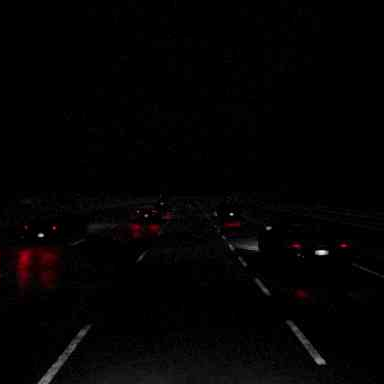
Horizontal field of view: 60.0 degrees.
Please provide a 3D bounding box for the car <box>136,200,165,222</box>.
[{"bbox_3d":[-3.562,1.682,28.165,1.812,1.442,4.674,0,0,0],"label":"car"}]

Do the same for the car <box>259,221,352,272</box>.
[{"bbox_3d":[3.539,1.641,11.106,1.994,1.385,4.181,0,0,0],"label":"car"}]

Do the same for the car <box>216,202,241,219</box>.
[{"bbox_3d":[3.421,1.670,31.270,1.837,1.490,4.892,0,0,0],"label":"car"}]

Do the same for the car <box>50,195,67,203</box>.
[{"bbox_3d":[-24.878,1.566,60.943,2.150,2.045,5.566,0,-1,0],"label":"car"}]

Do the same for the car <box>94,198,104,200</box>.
[{"bbox_3d":[-17.888,1.859,64.064,1.882,1.535,5.008,0,-1,0],"label":"car"}]

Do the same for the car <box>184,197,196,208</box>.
[{"bbox_3d":[-0.307,1.764,53.090,1.837,1.490,4.892,0,0,0],"label":"car"}]

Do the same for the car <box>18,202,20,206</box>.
[{"bbox_3d":[-28.381,1.839,57.941,1.812,1.442,4.674,0,-1,0],"label":"car"}]

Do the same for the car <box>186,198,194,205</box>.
[{"bbox_3d":[-0.428,2.017,73.498,1.837,1.490,4.892,0,-1,0],"label":"car"}]

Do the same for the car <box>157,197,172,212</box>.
[{"bbox_3d":[-3.645,1.550,42.476,2.097,1.767,4.553,0,0,0],"label":"car"}]

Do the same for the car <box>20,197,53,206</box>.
[{"bbox_3d":[-21.356,1.781,45.857,1.994,1.385,4.181,0,0,0],"label":"car"}]

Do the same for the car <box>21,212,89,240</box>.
[{"bbox_3d":[-6.998,1.716,17.618,1.895,1.301,4.718,0,0,0],"label":"car"}]
